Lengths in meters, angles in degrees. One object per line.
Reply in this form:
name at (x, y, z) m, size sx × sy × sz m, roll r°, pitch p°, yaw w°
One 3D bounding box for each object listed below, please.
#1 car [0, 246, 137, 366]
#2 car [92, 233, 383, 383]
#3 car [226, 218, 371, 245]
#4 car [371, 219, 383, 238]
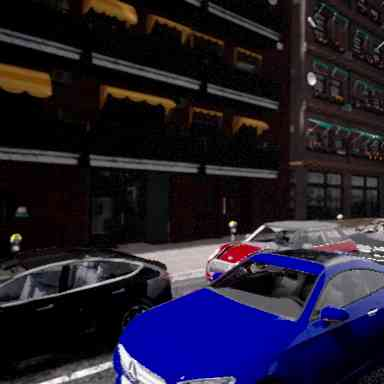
car at (-2.308, 1.571, 4.899) m, size 4.313 × 1.339 × 1.947 m, roll 0°, pitch 1°, yaw -35°
car at (1.338, 1.545, 4.347) m, size 4.674 × 1.442 × 1.812 m, roll 0°, pitch 0°, yaw -35°
car at (2.303, 1.477, 8.186) m, size 4.097 × 1.590 × 1.967 m, roll 0°, pitch 1°, yaw -35°
car at (6.909, 1.620, 11.476) m, size 4.403 × 1.369 × 2.008 m, roll 0°, pitch 1°, yaw -35°
